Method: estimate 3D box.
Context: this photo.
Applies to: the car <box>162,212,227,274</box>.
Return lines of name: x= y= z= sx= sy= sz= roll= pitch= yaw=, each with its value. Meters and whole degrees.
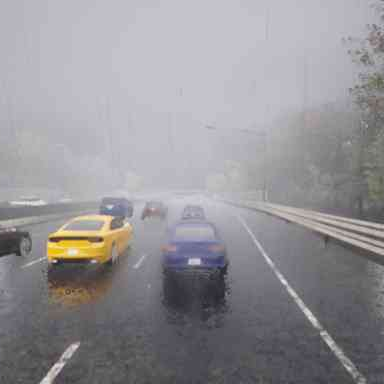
car: x=0.077 y=1.613 z=10.734 sx=1.812 sy=1.442 sz=4.674 roll=0 pitch=0 yaw=0

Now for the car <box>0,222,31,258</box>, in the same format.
car: x=-6.922 y=1.578 z=10.512 sx=2.128 sy=1.511 sz=4.902 roll=0 pitch=0 yaw=0

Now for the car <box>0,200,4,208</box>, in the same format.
car: x=-24.583 y=1.866 z=42.353 sx=1.837 sy=1.490 sz=4.892 roll=0 pitch=-1 yaw=0

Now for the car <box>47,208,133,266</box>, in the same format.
car: x=-3.415 y=1.576 z=12.027 sx=1.882 sy=1.535 sz=5.008 roll=0 pitch=0 yaw=0

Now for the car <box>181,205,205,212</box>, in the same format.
car: x=0.088 y=1.770 z=26.713 sx=2.033 sy=1.411 sz=5.357 roll=0 pitch=0 yaw=0

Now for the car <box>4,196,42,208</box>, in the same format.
car: x=-21.084 y=1.586 z=42.611 sx=2.150 sy=2.045 sz=5.566 roll=0 pitch=-1 yaw=0

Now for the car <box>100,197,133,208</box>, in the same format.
car: x=-6.902 y=1.478 z=30.725 sx=2.150 sy=2.045 sz=5.566 roll=0 pitch=0 yaw=0

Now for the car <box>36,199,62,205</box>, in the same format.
car: x=-17.586 y=1.924 z=42.288 sx=1.994 sy=1.385 sz=4.181 roll=0 pitch=-1 yaw=0

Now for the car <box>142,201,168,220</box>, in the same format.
car: x=-3.406 y=1.615 z=31.394 sx=2.097 sy=1.767 sz=4.553 roll=0 pitch=-1 yaw=0
